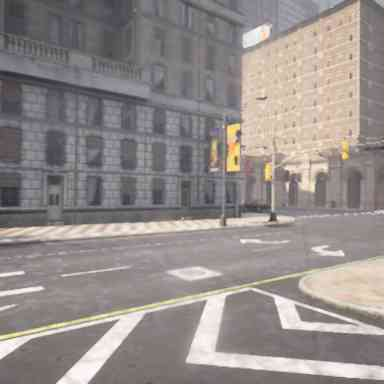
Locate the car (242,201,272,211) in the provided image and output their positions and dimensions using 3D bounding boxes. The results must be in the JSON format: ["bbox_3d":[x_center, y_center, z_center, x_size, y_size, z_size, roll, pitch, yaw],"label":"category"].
[{"bbox_3d":[9.067,1.994,47.784,1.895,1.301,4.718,1,0,-36],"label":"car"}]
